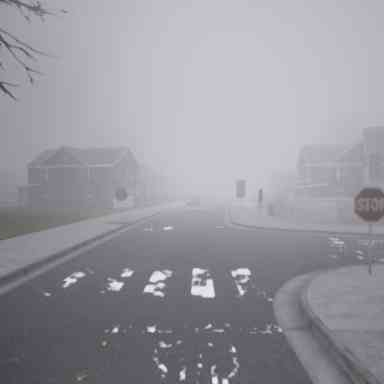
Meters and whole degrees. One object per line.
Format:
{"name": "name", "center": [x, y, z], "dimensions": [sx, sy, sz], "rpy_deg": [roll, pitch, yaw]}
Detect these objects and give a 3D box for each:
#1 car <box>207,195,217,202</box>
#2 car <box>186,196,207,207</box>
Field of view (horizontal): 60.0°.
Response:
{"name": "car", "center": [3.532, 1.226, 62.596], "dimensions": [2.033, 1.411, 5.357], "rpy_deg": [0, 0, 11]}
{"name": "car", "center": [0.443, 1.261, 44.753], "dimensions": [2.033, 1.411, 5.357], "rpy_deg": [0, 0, 8]}
